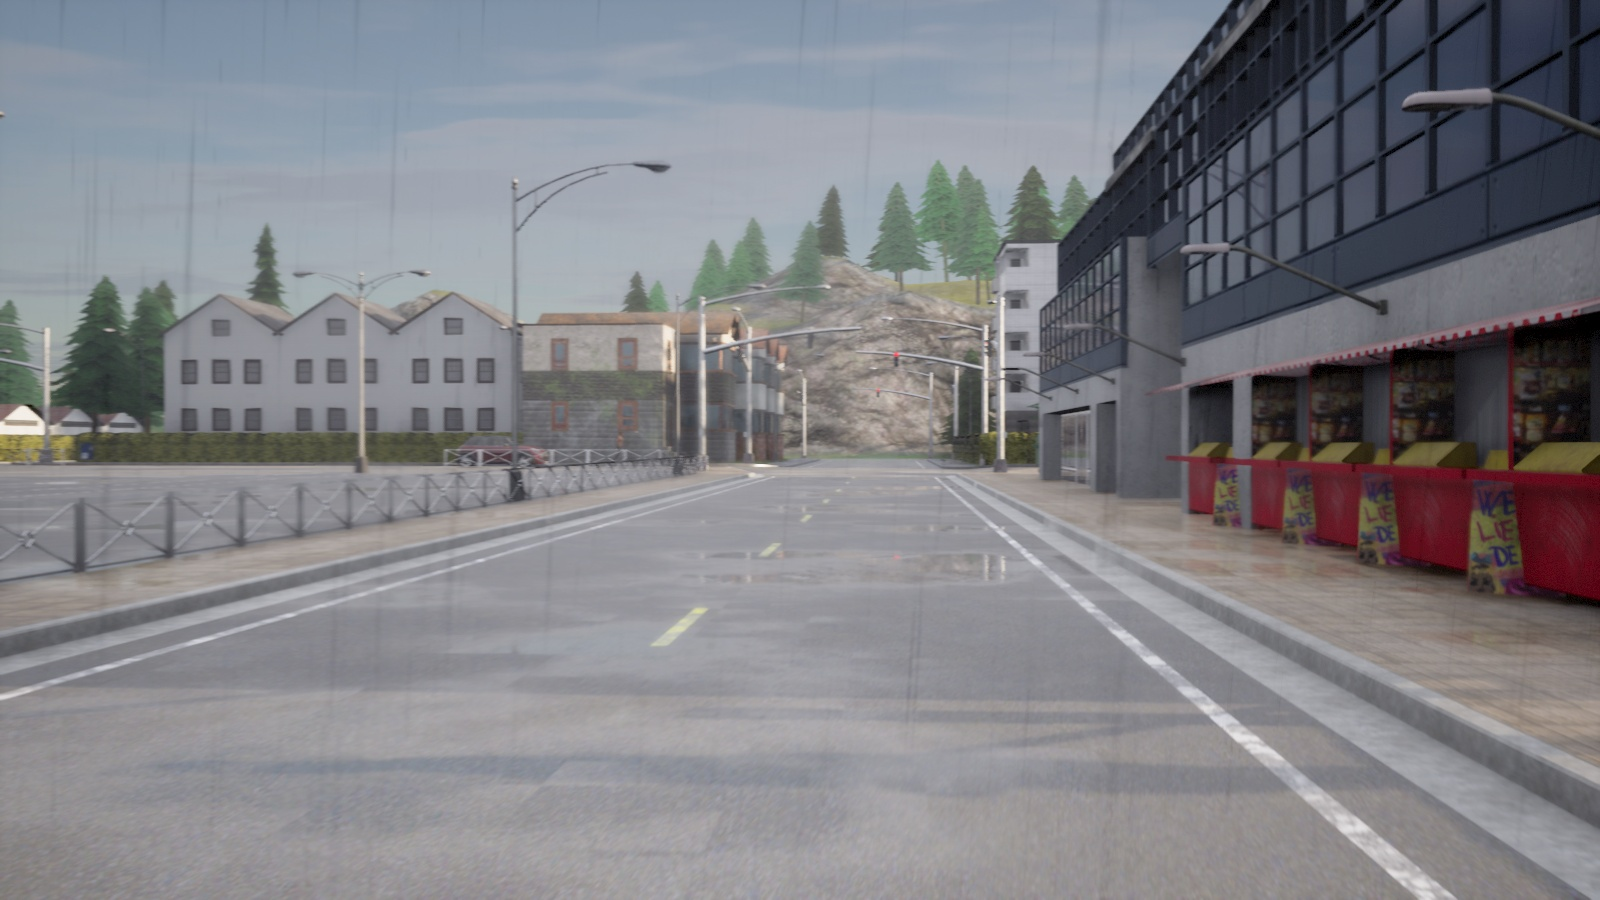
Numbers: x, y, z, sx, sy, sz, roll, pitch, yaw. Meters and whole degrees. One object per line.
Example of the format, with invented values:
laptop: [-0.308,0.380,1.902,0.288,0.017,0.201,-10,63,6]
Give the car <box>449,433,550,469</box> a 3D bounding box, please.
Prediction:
car: [-15.260,0.041,63.904,4.553,1.767,2.097,0,0,4]
